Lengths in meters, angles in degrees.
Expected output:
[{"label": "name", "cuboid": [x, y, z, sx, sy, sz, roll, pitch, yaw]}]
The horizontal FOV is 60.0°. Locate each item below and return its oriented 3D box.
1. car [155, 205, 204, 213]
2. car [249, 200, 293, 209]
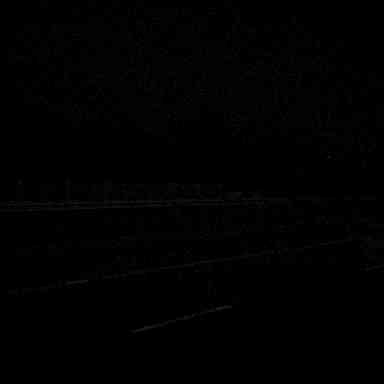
[{"label": "car", "cuboid": [-0.913, 1.547, 20.536, 5.357, 1.411, 2.033, 0, 0, -35]}, {"label": "car", "cuboid": [7.294, 1.494, 30.665, 4.902, 1.511, 2.128, 0, 0, -35]}]
